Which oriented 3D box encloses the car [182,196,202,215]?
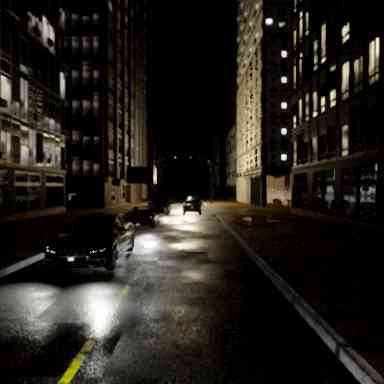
[{"bbox_3d":[0.013,1.437,32.342,2.033,1.411,5.357,0,0,0],"label":"car"}]

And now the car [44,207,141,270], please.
[{"bbox_3d":[-3.091,1.465,10.947,1.837,1.490,4.892,0,0,0],"label":"car"}]

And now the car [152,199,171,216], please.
[{"bbox_3d":[-3.037,1.369,31.545,1.882,1.535,5.008,0,0,0],"label":"car"}]

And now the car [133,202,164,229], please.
[{"bbox_3d":[-3.085,1.526,21.248,1.895,1.301,4.718,0,0,0],"label":"car"}]

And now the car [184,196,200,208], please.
[{"bbox_3d":[0.052,1.341,46.586,2.128,1.511,4.902,0,0,1],"label":"car"}]
